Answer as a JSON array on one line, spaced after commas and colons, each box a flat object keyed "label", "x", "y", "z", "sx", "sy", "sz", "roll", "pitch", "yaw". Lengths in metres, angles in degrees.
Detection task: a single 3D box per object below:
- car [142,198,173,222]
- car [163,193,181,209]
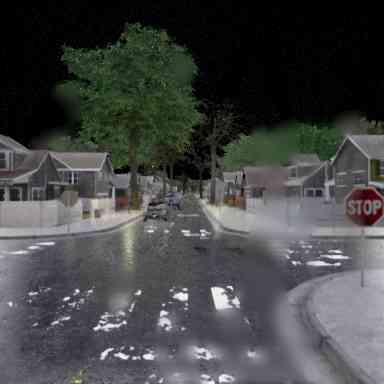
[{"label": "car", "x": -2.760, "y": 1.497, "z": 26.584, "sx": 1.837, "sy": 1.490, "sz": 4.892, "roll": 0, "pitch": 0, "yaw": 0}, {"label": "car", "x": -2.757, "y": 1.209, "z": 46.804, "sx": 2.150, "sy": 2.045, "sz": 5.566, "roll": 0, "pitch": 0, "yaw": 0}]
